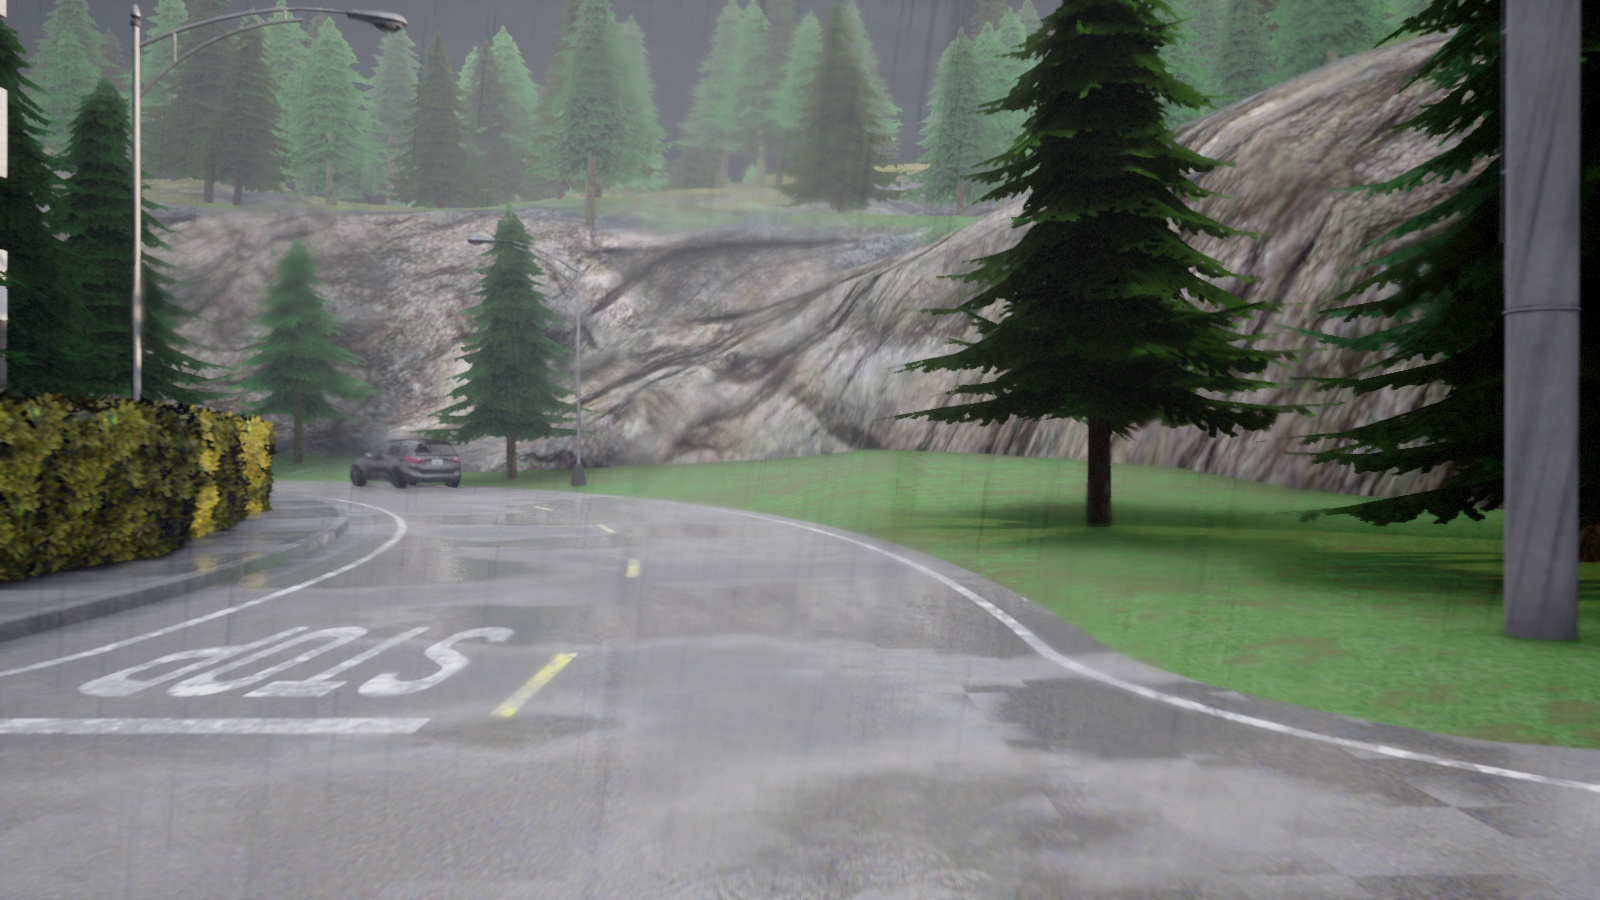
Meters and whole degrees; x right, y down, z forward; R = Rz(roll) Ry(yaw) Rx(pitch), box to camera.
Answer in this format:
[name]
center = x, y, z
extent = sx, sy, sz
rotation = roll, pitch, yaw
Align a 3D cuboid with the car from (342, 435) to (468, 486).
[car]
center = -13.587, 0.329, 43.060
extent = 2.242, 1.667, 4.611
rotation = 0, 0, -45
